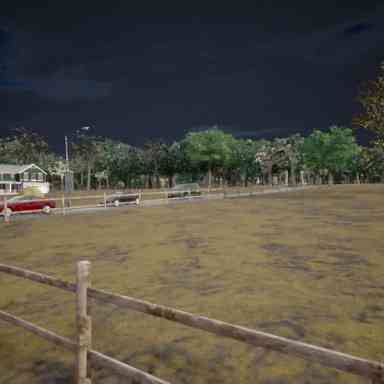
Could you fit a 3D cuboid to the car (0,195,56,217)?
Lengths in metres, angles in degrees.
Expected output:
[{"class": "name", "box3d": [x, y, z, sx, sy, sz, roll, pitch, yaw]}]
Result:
[{"class": "car", "box3d": [-13.191, 1.027, 25.912, 1.882, 1.535, 5.008, -3, 1, 35]}]

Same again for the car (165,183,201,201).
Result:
[{"class": "car", "box3d": [-1.090, -0.038, 42.878, 2.150, 2.045, 5.566, -3, 1, 36]}]

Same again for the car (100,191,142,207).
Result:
[{"class": "car", "box3d": [-7.257, 0.663, 34.227, 1.837, 1.490, 4.892, -3, 1, 36]}]
